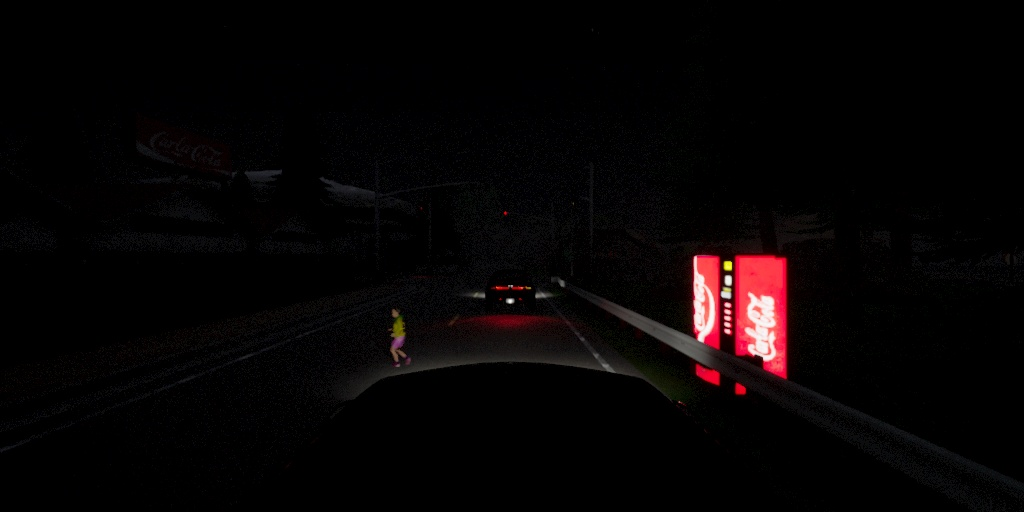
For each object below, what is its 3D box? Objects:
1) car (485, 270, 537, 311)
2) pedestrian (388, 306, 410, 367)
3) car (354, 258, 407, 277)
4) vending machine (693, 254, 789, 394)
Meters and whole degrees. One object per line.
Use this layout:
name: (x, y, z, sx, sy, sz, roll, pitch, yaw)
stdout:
car: (-0.053, 1.280, 14.575, 1.837, 1.490, 4.892, 0, 0, 0)
pedestrian: (-1.984, 1.433, 6.432, 0.500, 1.100, 0.500, 0, 0, 0)
car: (-12.439, 1.120, 32.485, 4.892, 1.490, 1.837, 0, 0, 0)
vending machine: (3.476, 0.953, 5.545, 1.100, 2.100, 0.880, 0, 0, 0)
